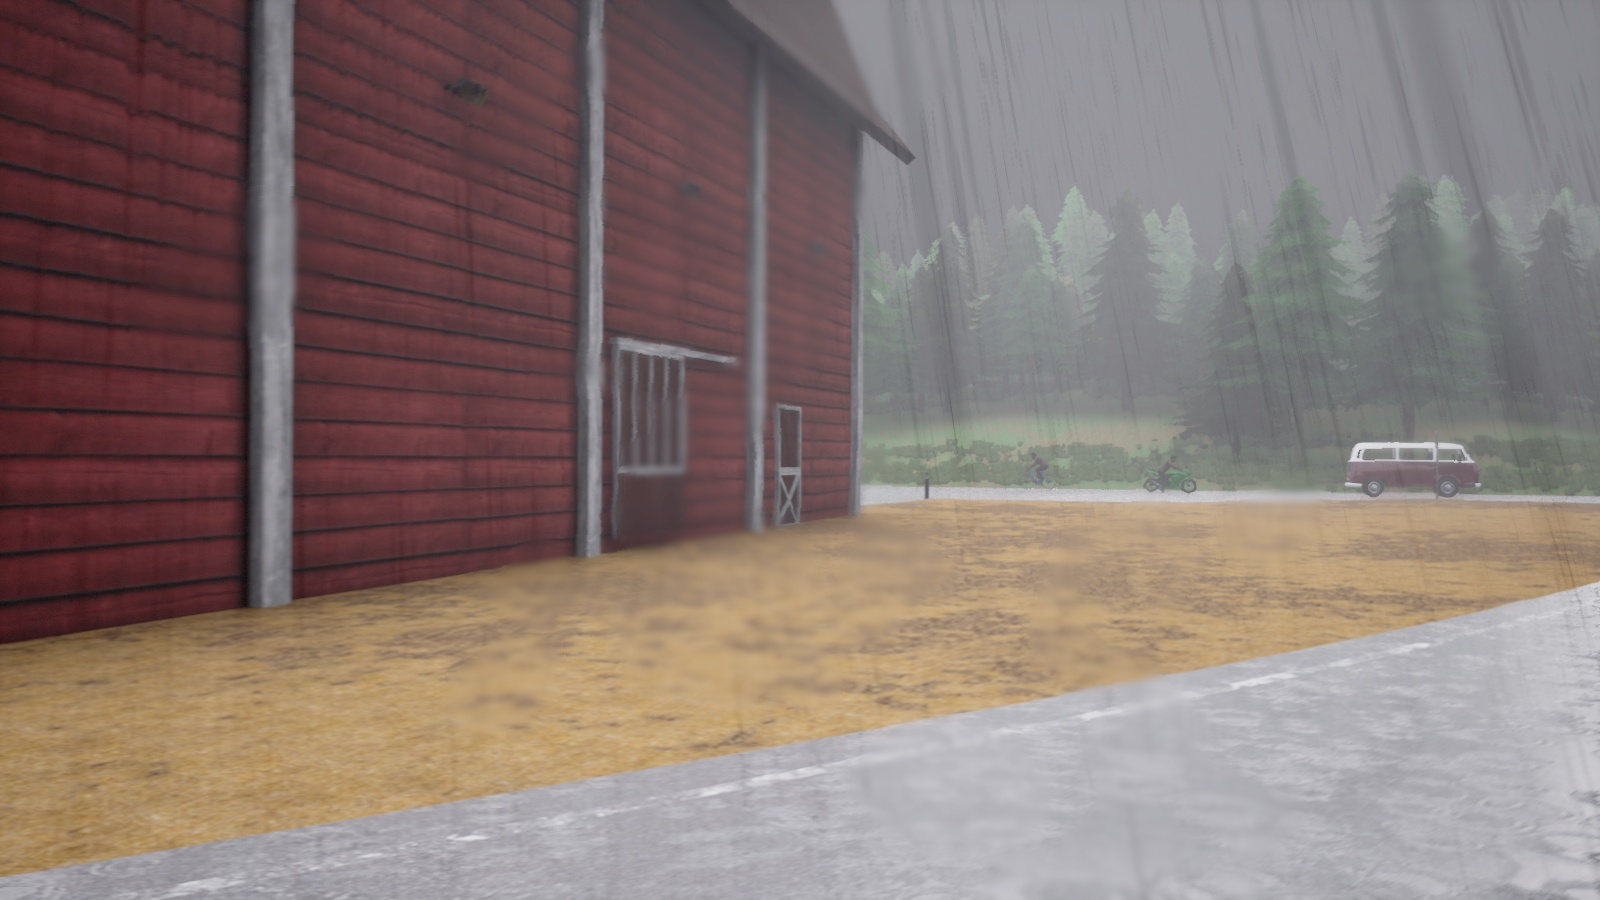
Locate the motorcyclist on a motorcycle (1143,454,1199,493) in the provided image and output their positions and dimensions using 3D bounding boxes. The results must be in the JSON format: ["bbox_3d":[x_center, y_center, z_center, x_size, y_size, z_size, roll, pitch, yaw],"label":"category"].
[{"bbox_3d":[14.664,0.910,49.675,2.044,1.523,0.797,-1,0,21],"label":"motorcyclist on a motorcycle"}]

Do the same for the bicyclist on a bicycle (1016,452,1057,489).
[{"bbox_3d":[10.385,0.902,55.115,1.656,1.620,0.582,0,0,21],"label":"bicyclist on a bicycle"}]

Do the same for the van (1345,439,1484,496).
[{"bbox_3d":[22.667,0.643,46.535,4.480,2.038,2.069,0,0,21],"label":"van"}]
